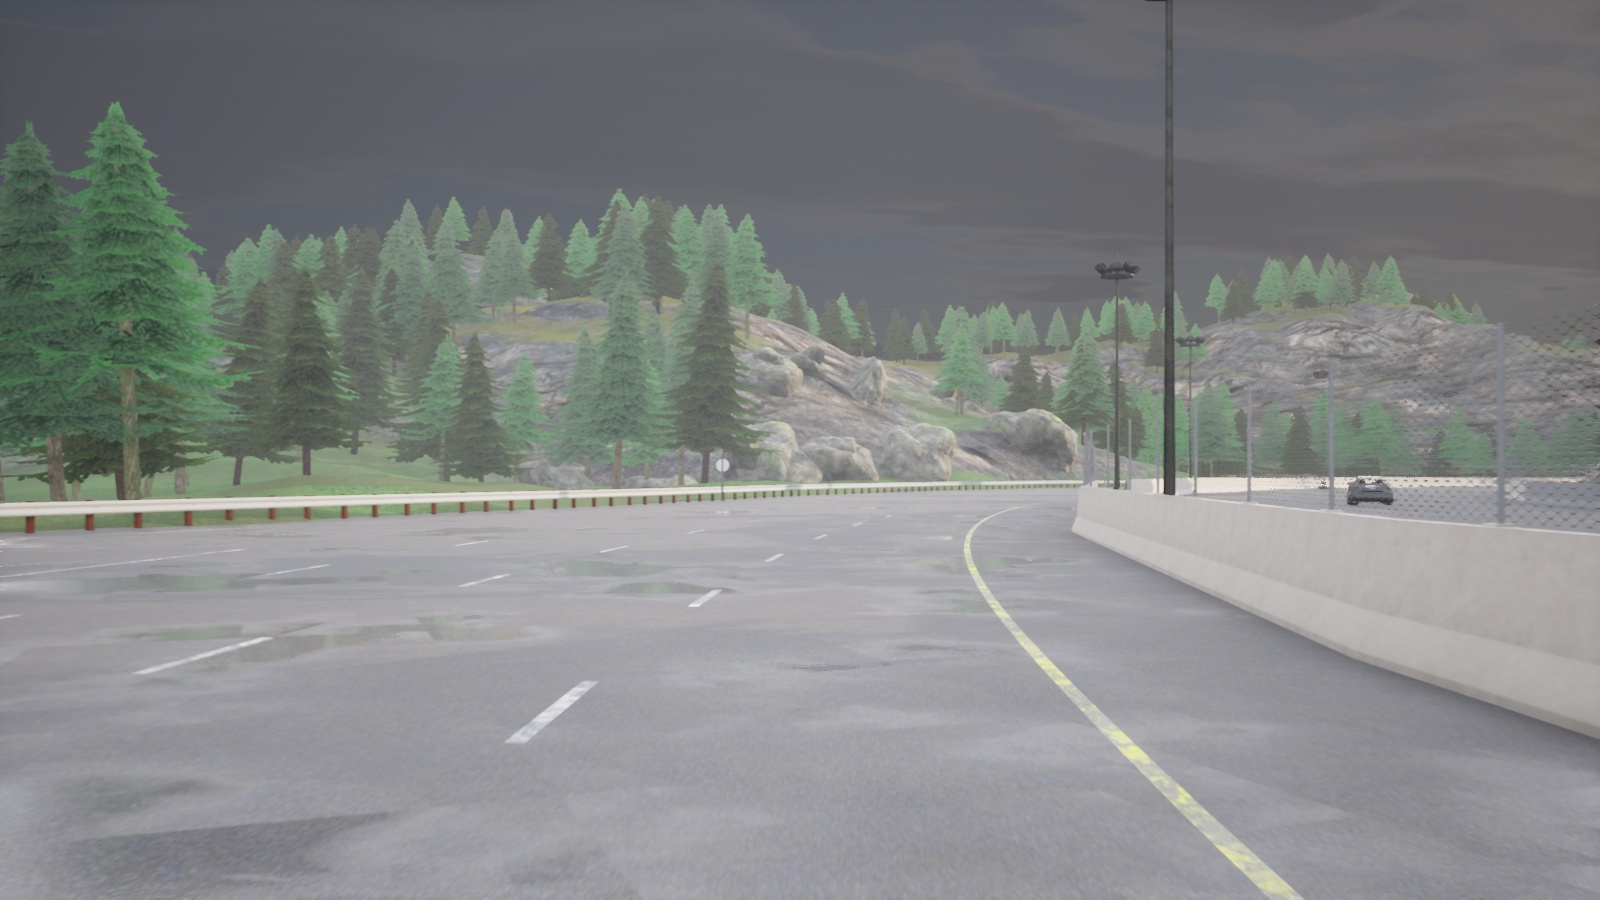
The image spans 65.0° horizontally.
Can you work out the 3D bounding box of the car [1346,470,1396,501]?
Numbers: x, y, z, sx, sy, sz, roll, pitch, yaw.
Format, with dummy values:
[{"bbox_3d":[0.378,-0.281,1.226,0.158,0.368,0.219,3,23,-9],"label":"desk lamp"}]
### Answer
[{"bbox_3d":[28.755,1.764,63.354,1.970,1.475,3.806,-1,-1,20],"label":"car"}]
